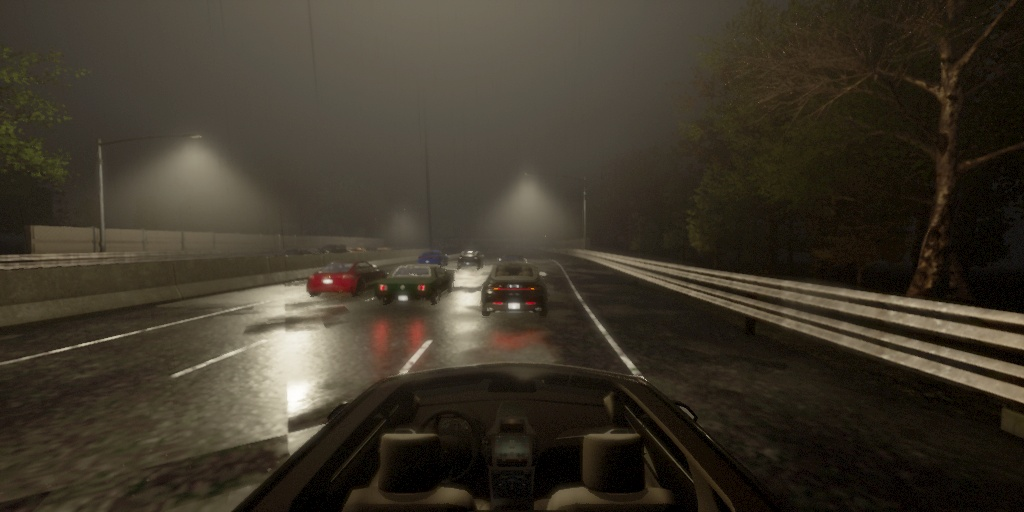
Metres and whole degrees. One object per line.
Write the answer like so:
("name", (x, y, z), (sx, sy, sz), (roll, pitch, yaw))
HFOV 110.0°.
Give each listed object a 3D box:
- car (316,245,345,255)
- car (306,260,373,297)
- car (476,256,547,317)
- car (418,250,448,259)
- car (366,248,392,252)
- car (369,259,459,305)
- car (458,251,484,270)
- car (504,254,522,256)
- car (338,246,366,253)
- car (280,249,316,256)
("car", (-24.580, -0.558, 49.083), (2.150, 2.045, 5.566), (0, 2, 0))
("car", (-6.916, 0.862, 15.486), (1.994, 1.385, 4.181), (0, 2, 0))
("car", (0.069, 0.933, 11.541), (1.837, 1.490, 4.892), (0, 2, 0))
("car", (-6.918, 0.248, 31.801), (1.882, 1.535, 5.008), (0, 2, 0))
("car", (-17.589, -0.291, 48.708), (1.882, 1.535, 5.008), (0, 2, 0))
("car", (-3.421, 0.963, 13.524), (1.895, 1.301, 4.718), (0, 2, 0))
("car", (-3.421, 0.314, 30.168), (2.128, 1.511, 4.902), (0, 2, 0))
("car", (0.061, 0.526, 25.344), (2.033, 1.411, 5.357), (0, 2, 0))
("car", (-21.085, -0.292, 48.724), (1.882, 1.535, 5.008), (0, 1, 0))
("car", (-28.057, -0.202, 46.674), (1.837, 1.490, 4.892), (0, 2, 0))
